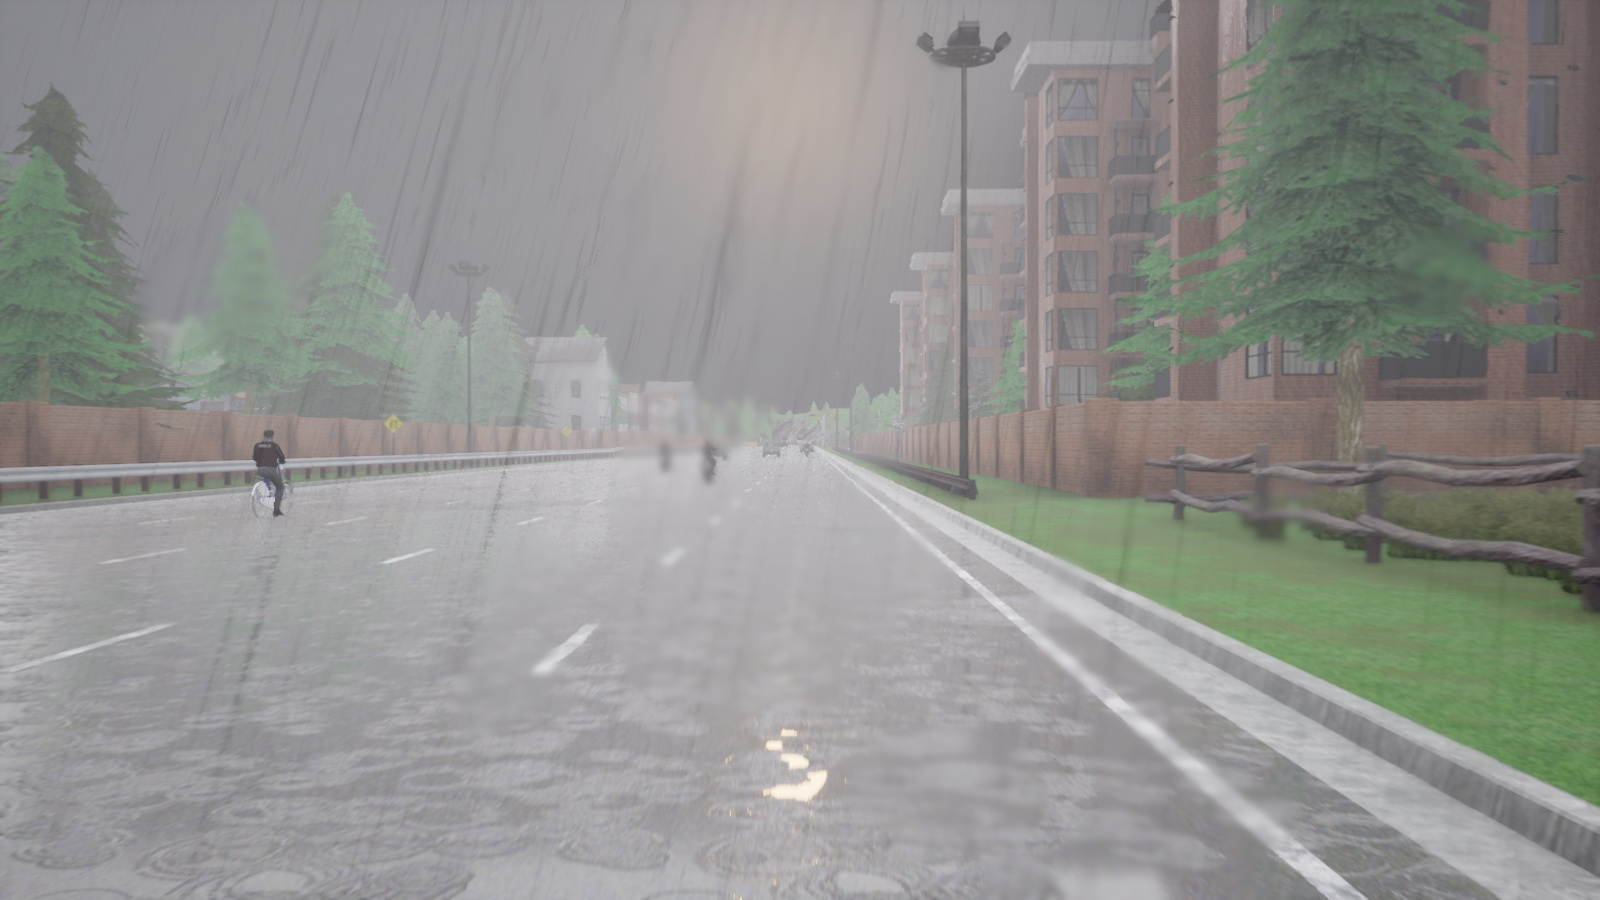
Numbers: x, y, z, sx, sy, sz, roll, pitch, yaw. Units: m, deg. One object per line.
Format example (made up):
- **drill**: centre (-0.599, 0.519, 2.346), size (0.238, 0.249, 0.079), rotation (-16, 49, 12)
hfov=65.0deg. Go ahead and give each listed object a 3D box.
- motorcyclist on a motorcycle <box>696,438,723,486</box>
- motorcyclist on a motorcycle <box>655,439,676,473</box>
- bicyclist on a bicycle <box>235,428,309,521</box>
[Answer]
- **motorcyclist on a motorcycle**: centre (-3.240, 0.414, 45.112), size (0.766, 1.649, 2.350), rotation (0, 0, 0)
- **motorcyclist on a motorcycle**: centre (-6.647, 0.305, 62.234), size (0.766, 1.649, 2.350), rotation (0, 0, 0)
- **bicyclist on a bicycle**: centre (-10.350, 0.456, 24.684), size (0.659, 1.776, 1.843), rotation (0, 1, 0)
